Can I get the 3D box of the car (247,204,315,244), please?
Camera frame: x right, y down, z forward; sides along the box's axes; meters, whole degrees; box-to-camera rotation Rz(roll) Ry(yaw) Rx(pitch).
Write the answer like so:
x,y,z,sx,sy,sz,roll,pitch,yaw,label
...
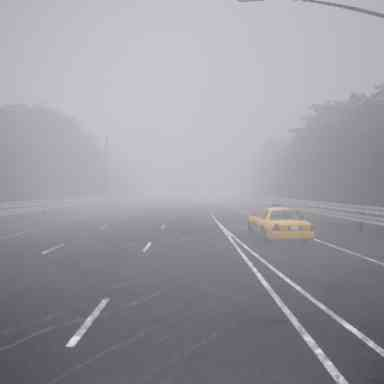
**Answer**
x,y,z,sx,sy,sz,roll,pitch,yaw,label
3.809,1.339,15.181,1.801,1.575,5.366,0,1,-2,car
